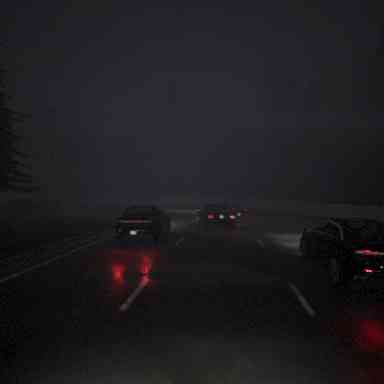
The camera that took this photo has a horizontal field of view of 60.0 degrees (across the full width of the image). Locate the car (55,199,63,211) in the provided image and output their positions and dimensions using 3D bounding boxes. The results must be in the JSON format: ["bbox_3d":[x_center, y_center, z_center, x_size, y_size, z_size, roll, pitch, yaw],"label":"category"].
[{"bbox_3d":[-14.886,1.205,31.706,4.902,1.511,2.128,0,0,-11],"label":"car"}]

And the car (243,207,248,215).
[{"bbox_3d":[2.552,1.430,28.091,1.895,1.301,4.718,0,0,-31],"label":"car"}]

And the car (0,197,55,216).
[{"bbox_3d":[-14.588,1.242,28.230,4.892,1.490,1.837,0,-2,-15],"label":"car"}]

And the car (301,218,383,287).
[{"bbox_3d":[4.360,1.454,9.100,2.128,1.511,4.902,0,0,5],"label":"car"}]

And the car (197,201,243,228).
[{"bbox_3d":[1.431,1.417,20.976,2.033,1.411,5.357,0,0,-5],"label":"car"}]

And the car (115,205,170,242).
[{"bbox_3d":[-2.165,1.377,15.564,2.128,1.511,4.902,0,0,4],"label":"car"}]
